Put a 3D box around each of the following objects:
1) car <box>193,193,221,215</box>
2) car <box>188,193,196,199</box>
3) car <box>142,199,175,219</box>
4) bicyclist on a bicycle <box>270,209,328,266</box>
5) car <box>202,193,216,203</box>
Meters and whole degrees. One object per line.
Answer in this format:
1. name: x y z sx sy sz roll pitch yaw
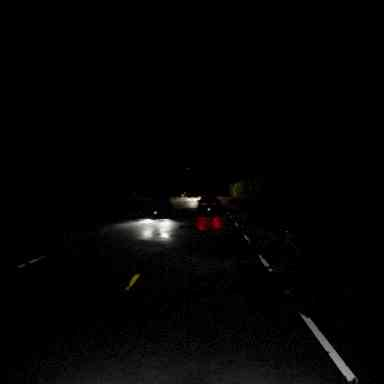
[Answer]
1. car: 1.453 1.112 28.215 2.128 1.511 4.902 0 1 3
2. car: 0.188 0.834 74.644 1.895 1.301 4.718 0 0 3
3. car: -2.415 1.222 24.788 1.994 1.385 4.181 0 1 3
4. bicyclist on a bicycle: 3.061 1.326 9.555 1.656 1.620 0.582 0 1 3
5. car: 2.774 0.877 54.424 2.128 1.511 4.902 0 0 3
